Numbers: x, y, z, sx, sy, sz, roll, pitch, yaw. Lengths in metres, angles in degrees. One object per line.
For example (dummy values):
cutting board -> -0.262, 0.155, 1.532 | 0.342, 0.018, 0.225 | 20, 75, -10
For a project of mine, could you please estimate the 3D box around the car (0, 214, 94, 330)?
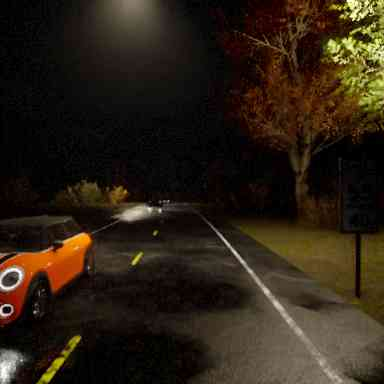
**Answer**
car -> -3.677, 1.368, 7.118 | 2.097, 1.767, 4.553 | 0, 0, -1

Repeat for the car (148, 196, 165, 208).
car -> -5.569, 1.487, 50.808 | 2.097, 1.767, 4.553 | 0, 0, -3
